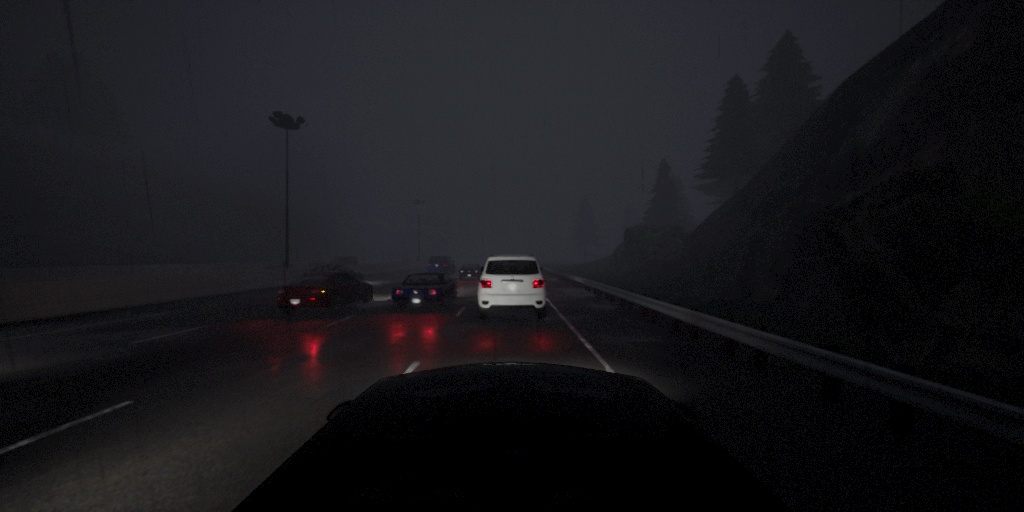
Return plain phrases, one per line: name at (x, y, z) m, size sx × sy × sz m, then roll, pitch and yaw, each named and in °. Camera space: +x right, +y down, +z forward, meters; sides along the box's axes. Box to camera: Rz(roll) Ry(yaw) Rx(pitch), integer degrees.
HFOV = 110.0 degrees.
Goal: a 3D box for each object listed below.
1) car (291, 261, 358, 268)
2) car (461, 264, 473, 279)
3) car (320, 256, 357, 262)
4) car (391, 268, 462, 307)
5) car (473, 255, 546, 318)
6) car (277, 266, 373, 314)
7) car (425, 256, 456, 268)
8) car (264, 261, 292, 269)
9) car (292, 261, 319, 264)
car at (-10.598, 1.277, 21.566) m, size 2.128 × 1.511 × 4.902 m, roll 0°, pitch 0°, yaw -1°
car at (-3.724, 1.382, 33.310) m, size 1.895 × 1.301 × 4.718 m, roll 0°, pitch 0°, yaw -1°
car at (-21.539, 1.046, 45.628) m, size 2.150 × 2.045 × 5.566 m, roll 0°, pitch 0°, yaw 0°
car at (-3.532, 1.368, 15.416) m, size 1.895 × 1.301 × 4.718 m, roll 0°, pitch 0°, yaw -1°
car at (-0.012, 0.980, 13.207) m, size 2.150 × 2.045 × 5.566 m, roll 0°, pitch 0°, yaw -1°
car at (-7.020, 1.298, 13.879) m, size 1.812 × 1.442 × 4.674 m, roll 0°, pitch 0°, yaw -1°
car at (-7.263, 1.012, 37.182) m, size 2.150 × 2.045 × 5.566 m, roll 0°, pitch 0°, yaw -1°
car at (-32.060, 1.374, 49.576) m, size 1.812 × 1.442 × 4.674 m, roll 0°, pitch 0°, yaw 0°
car at (-25.037, 1.379, 45.693) m, size 2.033 × 1.411 × 5.357 m, roll 0°, pitch 0°, yaw 0°
